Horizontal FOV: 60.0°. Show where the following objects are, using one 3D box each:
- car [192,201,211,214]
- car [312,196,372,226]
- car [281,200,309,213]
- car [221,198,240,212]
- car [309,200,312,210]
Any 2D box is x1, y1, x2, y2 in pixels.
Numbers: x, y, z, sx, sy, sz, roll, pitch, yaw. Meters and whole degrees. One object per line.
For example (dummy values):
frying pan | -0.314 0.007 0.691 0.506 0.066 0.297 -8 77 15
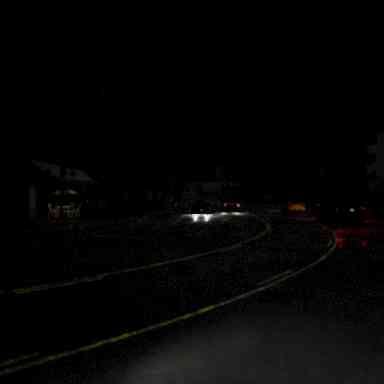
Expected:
car | 1.078 1.710 36.923 1.994 1.385 4.181 0 0 3
car | 11.019 1.358 24.971 2.150 2.045 5.566 0 -1 6
car | 11.881 1.680 39.395 1.882 1.535 5.008 0 0 3
car | 4.783 1.530 41.256 2.097 1.767 4.553 0 0 3
car | 15.459 1.717 41.315 2.128 1.511 4.902 0 0 3
